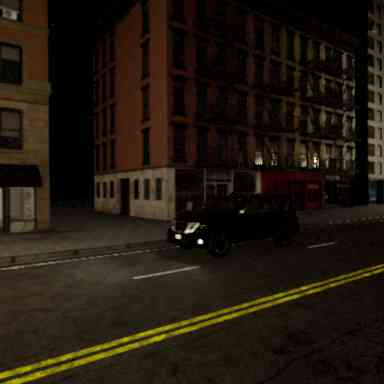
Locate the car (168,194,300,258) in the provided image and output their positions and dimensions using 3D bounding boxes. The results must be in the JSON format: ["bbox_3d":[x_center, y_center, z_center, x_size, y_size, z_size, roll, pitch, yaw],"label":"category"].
[{"bbox_3d":[1.783,1.121,12.816,5.566,2.045,2.150,-1,0,-35],"label":"car"}]
